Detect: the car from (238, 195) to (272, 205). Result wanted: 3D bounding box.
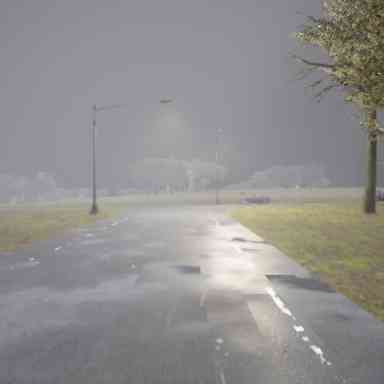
[{"bbox_3d":[9.265,1.168,49.104,4.902,1.511,2.128,-1,-2,-1],"label":"car"}]

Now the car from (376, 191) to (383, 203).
[{"bbox_3d":[24.584,0.625,42.386,4.902,1.511,2.128,-1,-2,-1],"label":"car"}]
